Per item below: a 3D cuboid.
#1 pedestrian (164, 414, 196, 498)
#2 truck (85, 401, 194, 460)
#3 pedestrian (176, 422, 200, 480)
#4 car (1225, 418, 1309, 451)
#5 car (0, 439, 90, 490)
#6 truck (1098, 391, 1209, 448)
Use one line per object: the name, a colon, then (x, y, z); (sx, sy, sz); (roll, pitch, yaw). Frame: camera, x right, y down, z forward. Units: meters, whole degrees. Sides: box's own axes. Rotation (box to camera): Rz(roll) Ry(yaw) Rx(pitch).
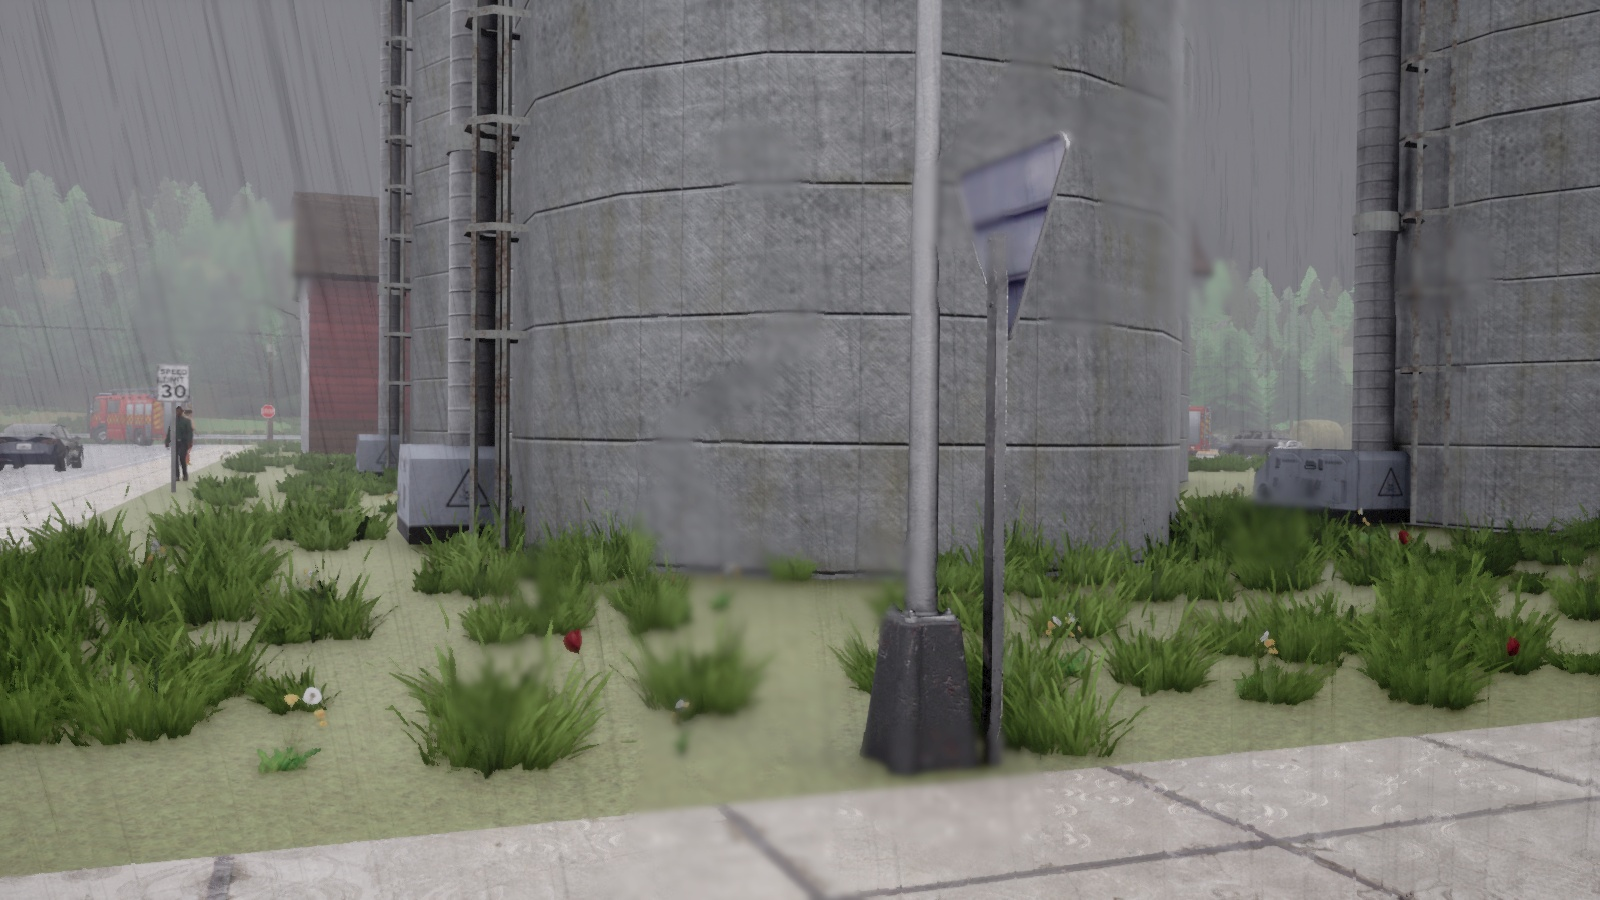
pedestrian: (-14.452, 0.132, 29.275); (0.423, 1.949, 0.788); (-1, 1, -8)
truck: (-44.975, -1.279, 85.370); (8.468, 3.827, 2.891); (0, 1, 35)
pedestrian: (-19.507, 0.013, 40.032); (0.345, 1.836, 0.594); (0, 1, 15)
car: (26.863, -0.885, 72.352); (1.932, 1.855, 4.605); (-1, 1, -22)
car: (-24.126, 0.411, 39.834); (2.163, 1.488, 4.792); (-1, 1, -22)
truck: (24.537, -2.088, 87.621); (2.891, 3.827, 8.468); (-1, 1, -22)
